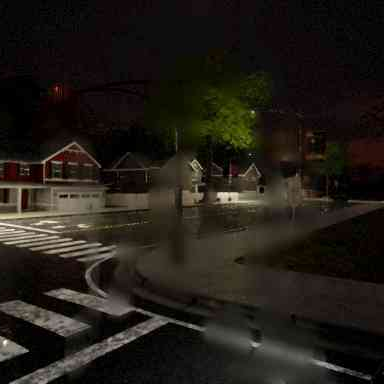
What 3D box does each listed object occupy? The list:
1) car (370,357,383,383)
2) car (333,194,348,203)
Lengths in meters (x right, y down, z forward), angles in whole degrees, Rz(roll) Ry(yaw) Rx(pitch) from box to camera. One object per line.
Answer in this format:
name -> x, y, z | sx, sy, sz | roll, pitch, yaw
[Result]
car -> 3.361, 1.506, 1.283 | 4.892, 1.490, 1.837 | 0, 0, 35
car -> 28.010, 1.206, 62.723 | 2.128, 1.511, 4.902 | 1, 0, 36
